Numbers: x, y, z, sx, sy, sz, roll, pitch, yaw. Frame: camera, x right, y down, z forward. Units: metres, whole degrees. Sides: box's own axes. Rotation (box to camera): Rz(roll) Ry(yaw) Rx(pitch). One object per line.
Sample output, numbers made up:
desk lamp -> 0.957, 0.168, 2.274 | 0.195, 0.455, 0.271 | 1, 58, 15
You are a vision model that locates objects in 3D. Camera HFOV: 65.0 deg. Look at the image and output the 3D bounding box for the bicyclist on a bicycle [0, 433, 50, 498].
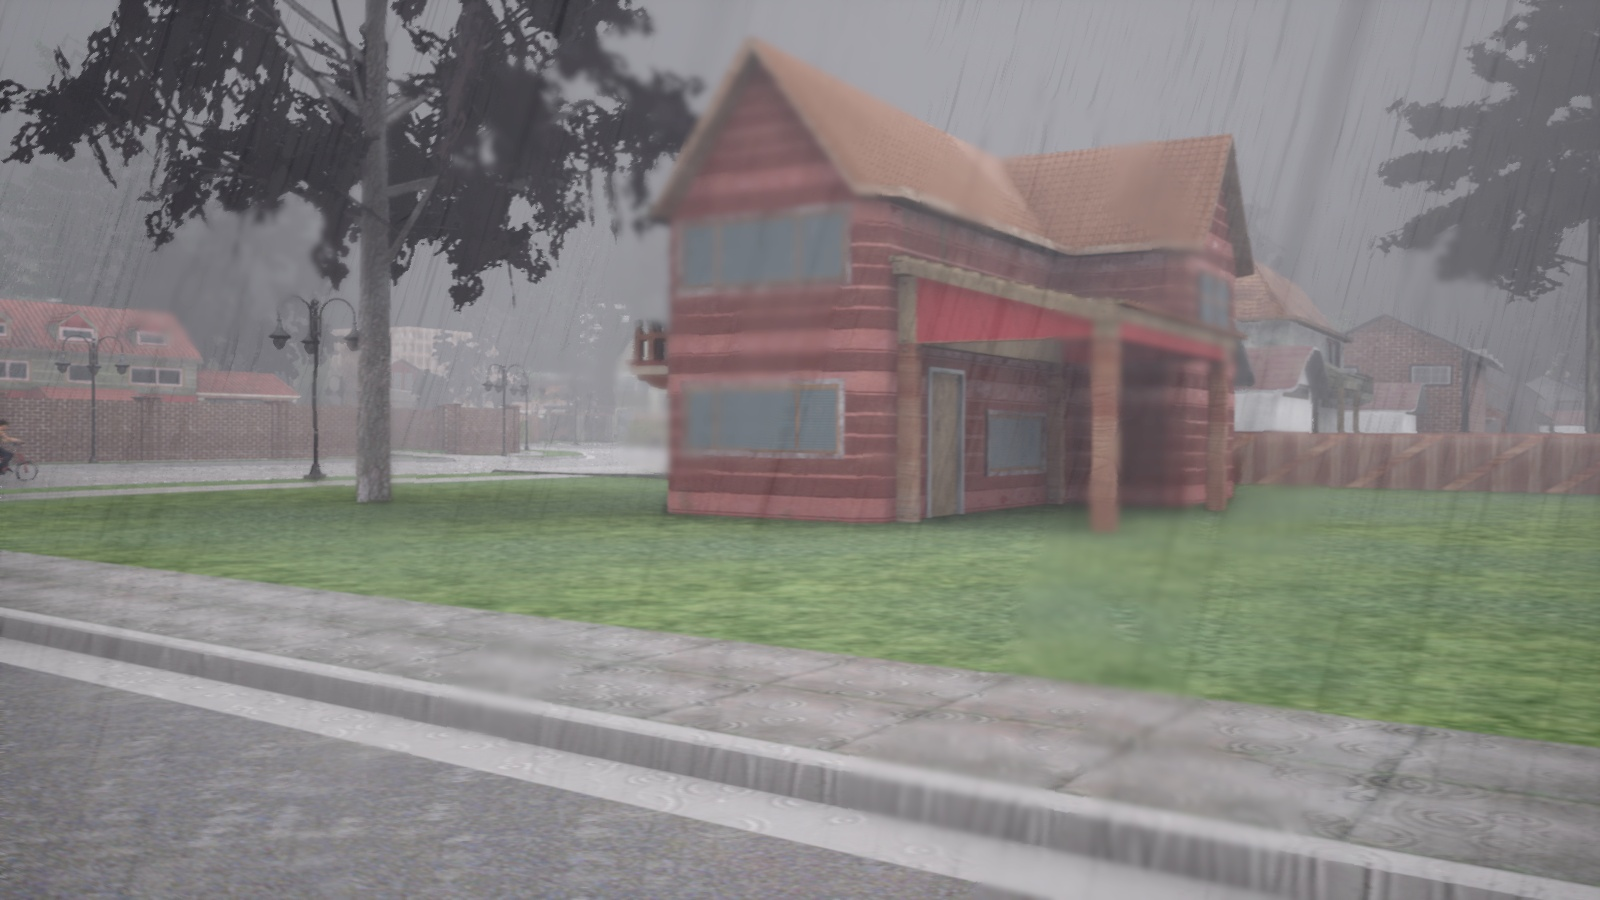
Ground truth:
bicyclist on a bicycle -> -20.207, 0.385, 32.106 | 0.866, 1.612, 1.509 | 0, 1, 32
